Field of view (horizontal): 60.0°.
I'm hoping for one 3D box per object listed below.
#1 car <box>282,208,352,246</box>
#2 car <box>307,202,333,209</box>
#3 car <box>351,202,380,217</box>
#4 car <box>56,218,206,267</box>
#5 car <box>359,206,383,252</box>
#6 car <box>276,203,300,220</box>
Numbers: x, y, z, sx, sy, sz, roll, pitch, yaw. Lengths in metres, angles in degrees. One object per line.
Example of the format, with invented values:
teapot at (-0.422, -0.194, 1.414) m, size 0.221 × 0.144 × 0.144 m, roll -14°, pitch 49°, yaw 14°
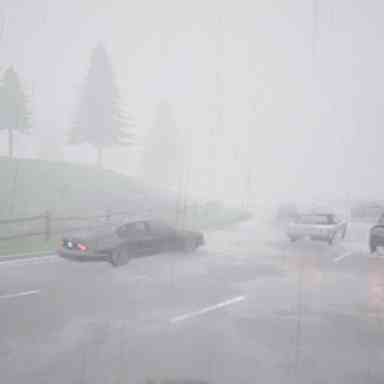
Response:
car at (6.168, 1.685, 16.059) m, size 1.895 × 1.301 × 4.718 m, roll 0°, pitch 0°, yaw 34°
car at (12.668, 1.695, 33.006) m, size 1.812 × 1.442 × 4.674 m, roll 0°, pitch 0°, yaw 10°
car at (15.565, 1.629, 29.684) m, size 2.128 × 1.511 × 4.902 m, roll 0°, pitch 0°, yaw 13°
car at (-1.879, 1.634, 11.793) m, size 5.357 × 1.411 × 2.033 m, roll 0°, pitch 0°, yaw -45°
car at (8.422, 1.549, 13.386) m, size 2.128 × 1.511 × 4.902 m, roll 0°, pitch 0°, yaw 36°
car at (8.469, 1.709, 29.353) m, size 2.033 × 1.411 × 5.357 m, roll 0°, pitch 0°, yaw 16°
